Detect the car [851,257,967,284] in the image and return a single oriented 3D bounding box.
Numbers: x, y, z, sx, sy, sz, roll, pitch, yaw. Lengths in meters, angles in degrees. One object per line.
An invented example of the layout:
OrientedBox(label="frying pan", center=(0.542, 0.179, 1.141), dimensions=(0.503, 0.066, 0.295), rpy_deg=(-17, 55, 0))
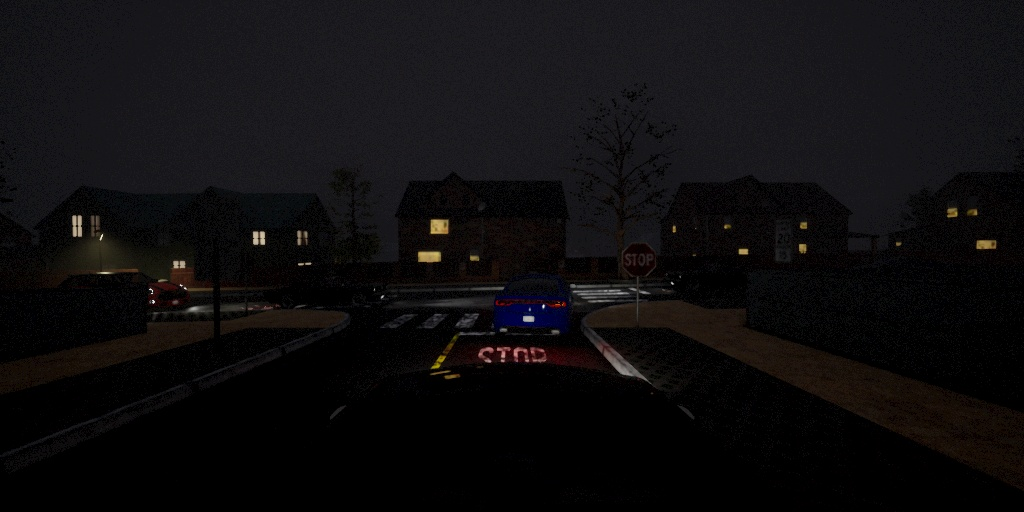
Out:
OrientedBox(label="car", center=(20.055, 0.754, 18.461), dimensions=(5.357, 1.411, 2.033), rpy_deg=(-1, 1, 0))

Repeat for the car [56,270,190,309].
OrientedBox(label="car", center=(-16.800, 1.472, 15.488), dimensions=(4.553, 1.767, 2.097), rpy_deg=(-1, 1, 0))

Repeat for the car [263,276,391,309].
OrientedBox(label="car", center=(-7.812, 1.506, 15.496), dimensions=(4.718, 1.301, 1.895), rpy_deg=(-1, 1, 0))

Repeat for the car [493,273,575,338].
OrientedBox(label="car", center=(0.786, 1.227, 10.289), dimensions=(1.882, 1.535, 5.008), rpy_deg=(0, 0, 10))

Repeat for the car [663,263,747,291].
OrientedBox(label="car", center=(10.410, 1.034, 18.425), dimensions=(4.718, 1.301, 1.895), rpy_deg=(-1, 1, -1))
